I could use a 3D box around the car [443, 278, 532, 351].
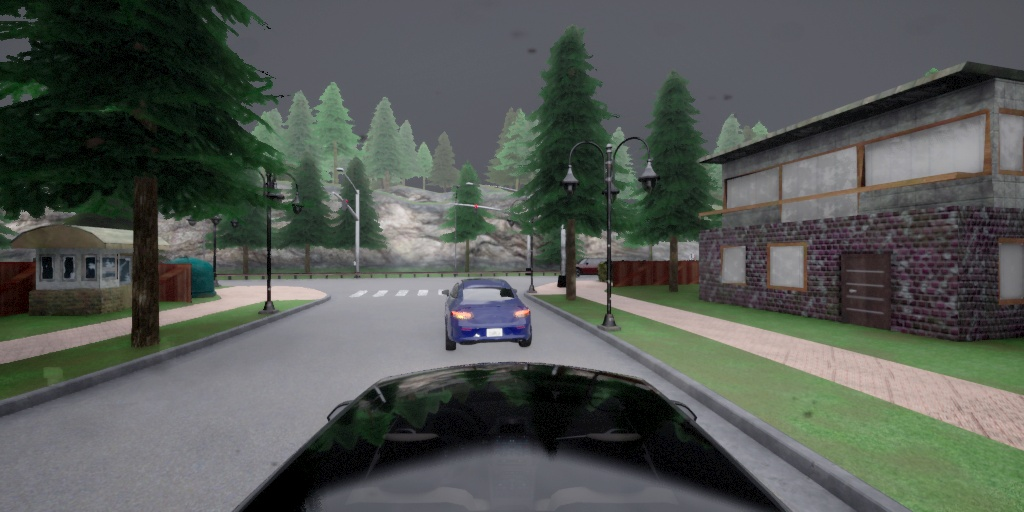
[{"bbox_3d":[-0.755,1.276,9.016,1.812,1.442,4.674,0,0,-11],"label":"car"}]

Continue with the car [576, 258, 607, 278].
[{"bbox_3d":[6.607,0.945,31.500,4.553,1.767,2.097,0,0,-12],"label":"car"}]
